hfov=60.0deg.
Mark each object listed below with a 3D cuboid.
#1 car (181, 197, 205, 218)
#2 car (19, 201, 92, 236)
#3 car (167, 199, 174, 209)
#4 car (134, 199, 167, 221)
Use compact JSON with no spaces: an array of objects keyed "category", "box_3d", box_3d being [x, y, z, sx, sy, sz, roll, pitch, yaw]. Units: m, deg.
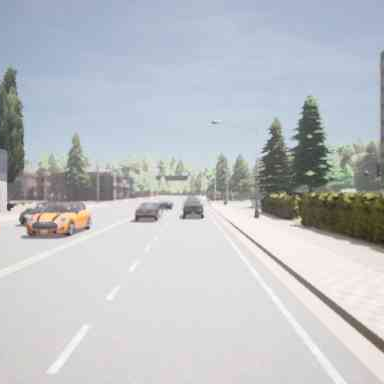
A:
[{"category":"car","box_3d":[0.103,1.490,30.412,1.837,1.490,4.892,0,0,0]},{"category":"car","box_3d":[-7.077,1.342,18.181,2.097,1.767,4.553,0,0,0]},{"category":"car","box_3d":[-3.431,1.579,43.593,1.895,1.301,4.718,0,0,0]},{"category":"car","box_3d":[-3.476,1.534,27.258,2.033,1.411,5.357,0,0,0]}]
